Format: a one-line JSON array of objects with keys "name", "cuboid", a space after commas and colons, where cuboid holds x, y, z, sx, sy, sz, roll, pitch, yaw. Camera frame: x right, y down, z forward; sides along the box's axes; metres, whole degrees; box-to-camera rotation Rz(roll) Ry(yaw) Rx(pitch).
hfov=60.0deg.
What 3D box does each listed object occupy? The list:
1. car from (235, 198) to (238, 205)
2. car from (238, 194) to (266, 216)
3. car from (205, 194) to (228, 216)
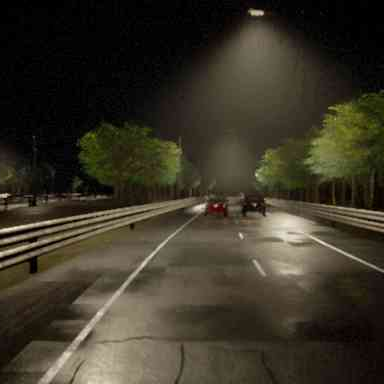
[{"name": "car", "cuboid": [8.639, 1.640, 58.683, 1.895, 1.301, 4.718, 0, 0, 6]}, {"name": "car", "cuboid": [5.908, 1.238, 32.483, 2.150, 2.045, 5.566, 0, 0, 6]}, {"name": "car", "cuboid": [2.418, 1.346, 32.762, 2.097, 1.767, 4.553, 0, 0, 6]}]
